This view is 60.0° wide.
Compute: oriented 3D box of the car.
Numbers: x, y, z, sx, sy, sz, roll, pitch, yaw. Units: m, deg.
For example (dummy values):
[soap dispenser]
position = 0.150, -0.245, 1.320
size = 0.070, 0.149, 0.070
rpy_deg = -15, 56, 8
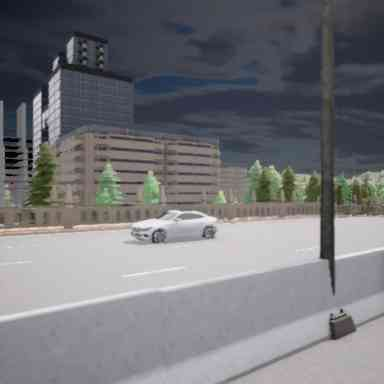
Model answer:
[car]
position = -0.706, 1.611, 16.374
size = 4.674, 1.442, 1.812
rpy_deg = 1, 0, -36
